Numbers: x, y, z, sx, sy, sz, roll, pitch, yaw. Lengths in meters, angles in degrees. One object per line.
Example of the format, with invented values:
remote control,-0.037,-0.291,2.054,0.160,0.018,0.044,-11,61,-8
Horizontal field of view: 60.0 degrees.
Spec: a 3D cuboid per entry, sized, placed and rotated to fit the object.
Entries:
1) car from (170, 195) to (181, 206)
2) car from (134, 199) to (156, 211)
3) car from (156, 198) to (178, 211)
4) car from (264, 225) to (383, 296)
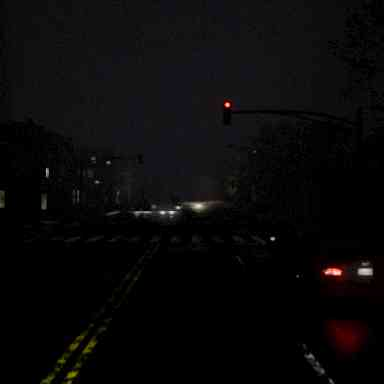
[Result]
car,-3.342,1.656,63.423,2.150,2.045,5.566,0,-1,0
car,-6.614,1.860,45.800,2.033,1.411,5.357,0,0,0
car,-3.364,1.876,45.867,1.994,1.385,4.181,0,0,0
car,3.353,1.609,8.946,2.033,1.411,5.357,0,0,0
